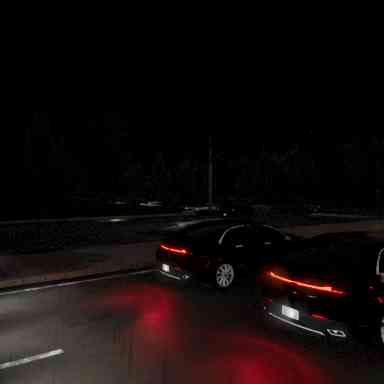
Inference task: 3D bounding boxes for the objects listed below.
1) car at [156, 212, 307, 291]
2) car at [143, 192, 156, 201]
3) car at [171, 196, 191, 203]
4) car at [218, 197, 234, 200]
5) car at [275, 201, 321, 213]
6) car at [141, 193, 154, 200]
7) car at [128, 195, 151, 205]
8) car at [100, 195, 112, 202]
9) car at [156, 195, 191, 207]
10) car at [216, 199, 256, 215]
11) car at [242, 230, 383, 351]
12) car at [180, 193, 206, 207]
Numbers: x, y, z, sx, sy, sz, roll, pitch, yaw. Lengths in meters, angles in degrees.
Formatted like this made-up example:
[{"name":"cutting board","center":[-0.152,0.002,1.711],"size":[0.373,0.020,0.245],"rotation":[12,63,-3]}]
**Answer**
[{"name":"car","center":[1.380,1.505,9.079],"size":[4.892,1.490,1.837],"rotation":[0,0,-35]},{"name":"car","center":[-10.497,1.128,79.570],"size":[2.150,2.045,5.566],"rotation":[0,0,-35]},{"name":"car","center":[-2.284,1.601,67.813],"size":[1.895,1.301,4.718],"rotation":[0,0,-35]},{"name":"car","center":[6.180,1.526,55.632],"size":[1.812,1.442,4.674],"rotation":[0,0,-35]},{"name":"car","center":[11.421,1.601,35.915],"size":[1.895,1.301,4.718],"rotation":[0,0,-35]},{"name":"car","center":[-10.193,1.506,66.909],"size":[1.837,1.490,4.892],"rotation":[0,0,-35]},{"name":"car","center":[-9.811,1.600,60.172],"size":[1.895,1.301,4.718],"rotation":[0,0,-35]},{"name":"car","center":[-18.536,1.459,72.745],"size":[2.128,1.511,4.902],"rotation":[0,0,-35]},{"name":"car","center":[-2.815,1.547,50.136],"size":[2.033,1.411,5.357],"rotation":[0,0,-35]},{"name":"car","center":[3.996,1.601,29.722],"size":[1.895,1.301,4.718],"rotation":[0,0,33]},{"name":"car","center":[3.412,1.505,6.230],"size":[4.892,1.490,1.837],"rotation":[0,0,-35]},{"name":"car","center":[-0.051,1.222,52.274],"size":[2.150,2.045,5.566],"rotation":[0,0,-36]}]
